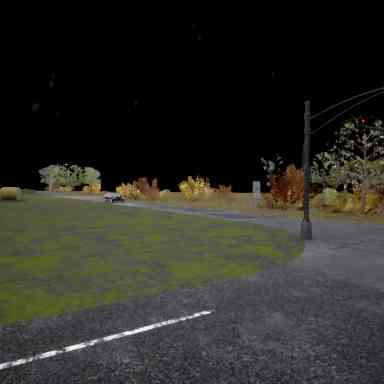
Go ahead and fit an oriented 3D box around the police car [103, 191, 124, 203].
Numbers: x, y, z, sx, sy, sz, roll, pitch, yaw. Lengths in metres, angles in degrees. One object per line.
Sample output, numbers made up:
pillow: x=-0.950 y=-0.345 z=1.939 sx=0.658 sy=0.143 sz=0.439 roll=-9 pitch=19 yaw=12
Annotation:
police car: x=-11.672 y=0.744 z=49.722 sx=1.930 sy=1.638 sz=5.238 roll=1 pitch=0 yaw=-32
